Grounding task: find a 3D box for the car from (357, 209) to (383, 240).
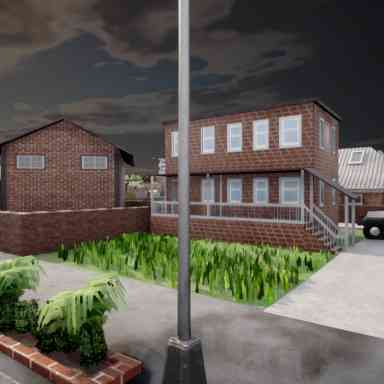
[{"bbox_3d":[8.506,0.973,12.581,3.866,1.878,1.905,0,0,36],"label":"car"}]
